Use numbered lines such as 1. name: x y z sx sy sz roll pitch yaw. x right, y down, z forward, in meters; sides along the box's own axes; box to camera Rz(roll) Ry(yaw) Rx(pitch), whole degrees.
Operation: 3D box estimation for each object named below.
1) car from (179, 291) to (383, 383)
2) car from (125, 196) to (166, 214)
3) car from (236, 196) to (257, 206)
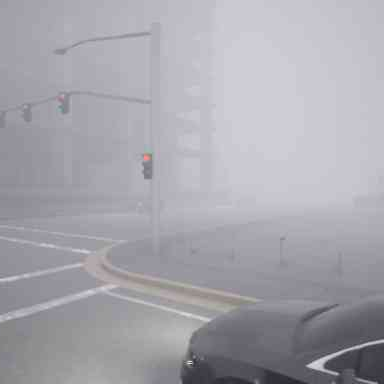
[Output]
1. car: 2.122 1.506 2.446 4.892 1.490 1.837 0 0 36
2. car: -4.681 1.232 34.136 2.097 1.767 4.553 0 0 35
3. car: 8.737 1.372 52.961 2.128 1.511 4.902 0 0 36
